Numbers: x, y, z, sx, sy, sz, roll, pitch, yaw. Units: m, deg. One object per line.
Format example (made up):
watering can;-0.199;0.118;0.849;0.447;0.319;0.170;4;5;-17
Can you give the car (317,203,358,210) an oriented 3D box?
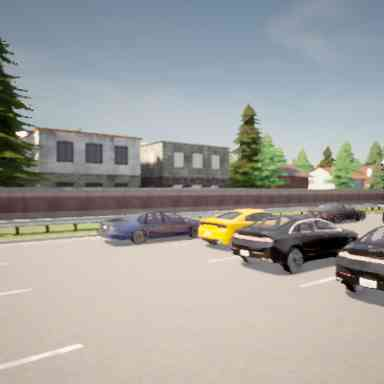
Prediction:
car;10.577;1.513;24.270;5.357;1.411;2.033;0;0;-35

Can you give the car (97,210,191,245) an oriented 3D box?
car;-1.618;1.536;15.563;5.357;1.411;2.033;0;0;-35

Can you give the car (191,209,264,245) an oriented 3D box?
car;2.640;1.462;14.279;5.008;1.535;1.882;0;0;-35

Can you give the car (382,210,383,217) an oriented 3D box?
car;15.391;1.311;23.378;4.553;1.767;2.097;0;0;-35

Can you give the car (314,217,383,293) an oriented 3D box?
car;5.252;1.478;7.557;4.902;1.511;2.128;0;0;-35

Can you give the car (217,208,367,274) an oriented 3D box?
car;3.441;1.477;10.563;4.902;1.511;2.128;0;0;-35
